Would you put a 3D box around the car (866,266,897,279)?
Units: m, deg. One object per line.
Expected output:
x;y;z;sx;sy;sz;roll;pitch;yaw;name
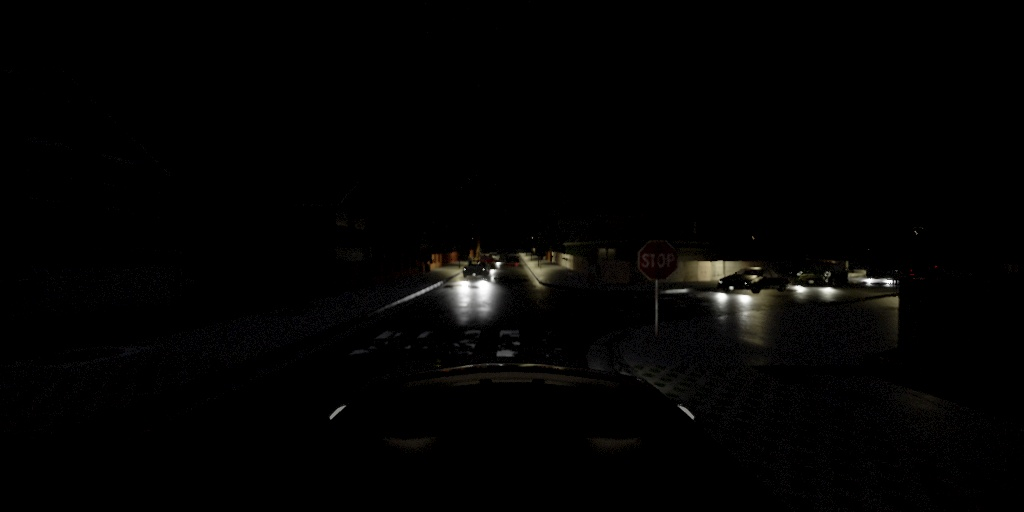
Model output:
39.265;1.704;38.088;4.718;1.301;1.895;1;0;-37;car

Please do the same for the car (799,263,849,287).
23.238;1.297;26.821;4.553;1.767;2.097;1;0;-33;car

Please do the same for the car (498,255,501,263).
-2.859;0.240;54.932;1.812;1.442;4.674;0;2;1;car

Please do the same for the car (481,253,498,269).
-2.865;0.673;39.991;1.812;1.442;4.674;0;2;0;car

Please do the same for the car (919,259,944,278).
47.944;1.401;41.385;5.566;2.045;2.150;1;0;-40;car

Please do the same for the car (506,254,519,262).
0.067;0.290;55.785;1.895;1.301;4.718;0;2;0;car

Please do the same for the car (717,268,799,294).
14.478;1.410;21.308;5.357;1.411;2.033;1;0;-31;car

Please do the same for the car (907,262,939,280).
40.014;1.598;35.108;4.892;1.490;1.837;1;0;-38;car

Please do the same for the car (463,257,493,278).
-2.863;1.046;29.325;1.895;1.301;4.718;0;2;0;car
